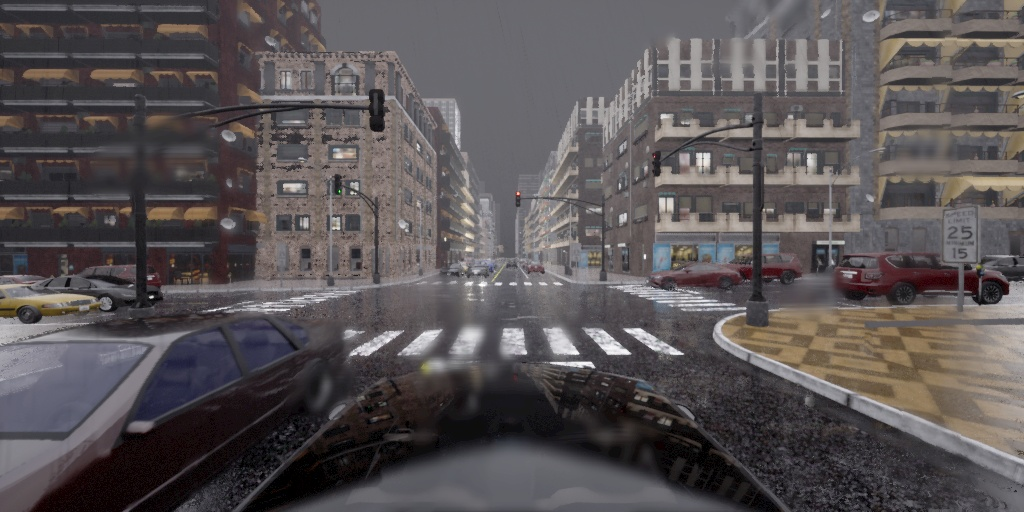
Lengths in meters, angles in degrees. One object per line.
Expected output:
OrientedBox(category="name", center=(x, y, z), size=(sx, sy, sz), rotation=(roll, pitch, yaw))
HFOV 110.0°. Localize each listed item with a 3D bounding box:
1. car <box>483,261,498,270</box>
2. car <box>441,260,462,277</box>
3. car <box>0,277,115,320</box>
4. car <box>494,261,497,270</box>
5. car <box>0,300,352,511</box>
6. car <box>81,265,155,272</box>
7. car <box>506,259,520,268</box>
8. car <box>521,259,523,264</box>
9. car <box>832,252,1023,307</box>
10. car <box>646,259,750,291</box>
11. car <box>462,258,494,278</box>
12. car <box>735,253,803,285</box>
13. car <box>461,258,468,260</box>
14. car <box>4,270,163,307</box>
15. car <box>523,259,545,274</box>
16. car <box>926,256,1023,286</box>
OrientedBox(category="car", center=(-3.194, 1.365, 53.415), size=(1.895, 1.301, 4.718), rotation=(0, 0, 0))
OrientedBox(category="car", center=(-5.756, 1.322, 35.120), size=(1.948, 1.339, 4.313), rotation=(0, 0, 0))
OrientedBox(category="car", center=(-17.651, 1.585, 12.771), size=(4.829, 1.417, 1.751), rotation=(0, 0, -1))
OrientedBox(category="car", center=(-3.181, 1.237, 43.418), size=(1.882, 1.535, 5.008), rotation=(0, 0, 0))
OrientedBox(category="car", center=(-3.288, 1.295, 3.197), size=(2.033, 1.411, 5.357), rotation=(0, 0, -2))
OrientedBox(category="car", center=(-23.637, 1.462, 21.055), size=(5.009, 1.841, 2.192), rotation=(0, 0, -1))
OrientedBox(category="car", center=(-0.021, 1.273, 61.594), size=(1.837, 1.490, 4.892), rotation=(0, 0, 0))
OrientedBox(category="car", center=(2.602, 1.200, 46.504), size=(1.967, 1.591, 4.097), rotation=(0, 0, 0))
OrientedBox(category="car", center=(14.688, 0.775, 13.118), size=(5.009, 1.841, 2.192), rotation=(0, 0, -1))
OrientedBox(category="car", center=(9.621, 1.066, 19.155), size=(4.674, 1.442, 1.812), rotation=(-1, 0, 4))
OrientedBox(category="car", center=(-3.163, 1.247, 33.996), size=(2.128, 1.511, 4.902), rotation=(0, 0, 0))
OrientedBox(category="car", center=(14.537, 0.759, 21.497), size=(5.009, 1.841, 2.192), rotation=(0, 0, -1))
OrientedBox(category="car", center=(-5.767, 1.284, 40.633), size=(1.751, 1.417, 4.829), rotation=(0, 0, 0))
OrientedBox(category="car", center=(-17.895, 1.560, 15.355), size=(4.892, 1.490, 1.837), rotation=(-1, 0, -1))
OrientedBox(category="car", center=(2.613, 1.198, 40.822), size=(1.967, 1.591, 4.097), rotation=(0, 0, 0))
OrientedBox(category="car", center=(25.474, 0.751, 19.022), size=(4.892, 1.490, 1.837), rotation=(-1, 0, -1))
